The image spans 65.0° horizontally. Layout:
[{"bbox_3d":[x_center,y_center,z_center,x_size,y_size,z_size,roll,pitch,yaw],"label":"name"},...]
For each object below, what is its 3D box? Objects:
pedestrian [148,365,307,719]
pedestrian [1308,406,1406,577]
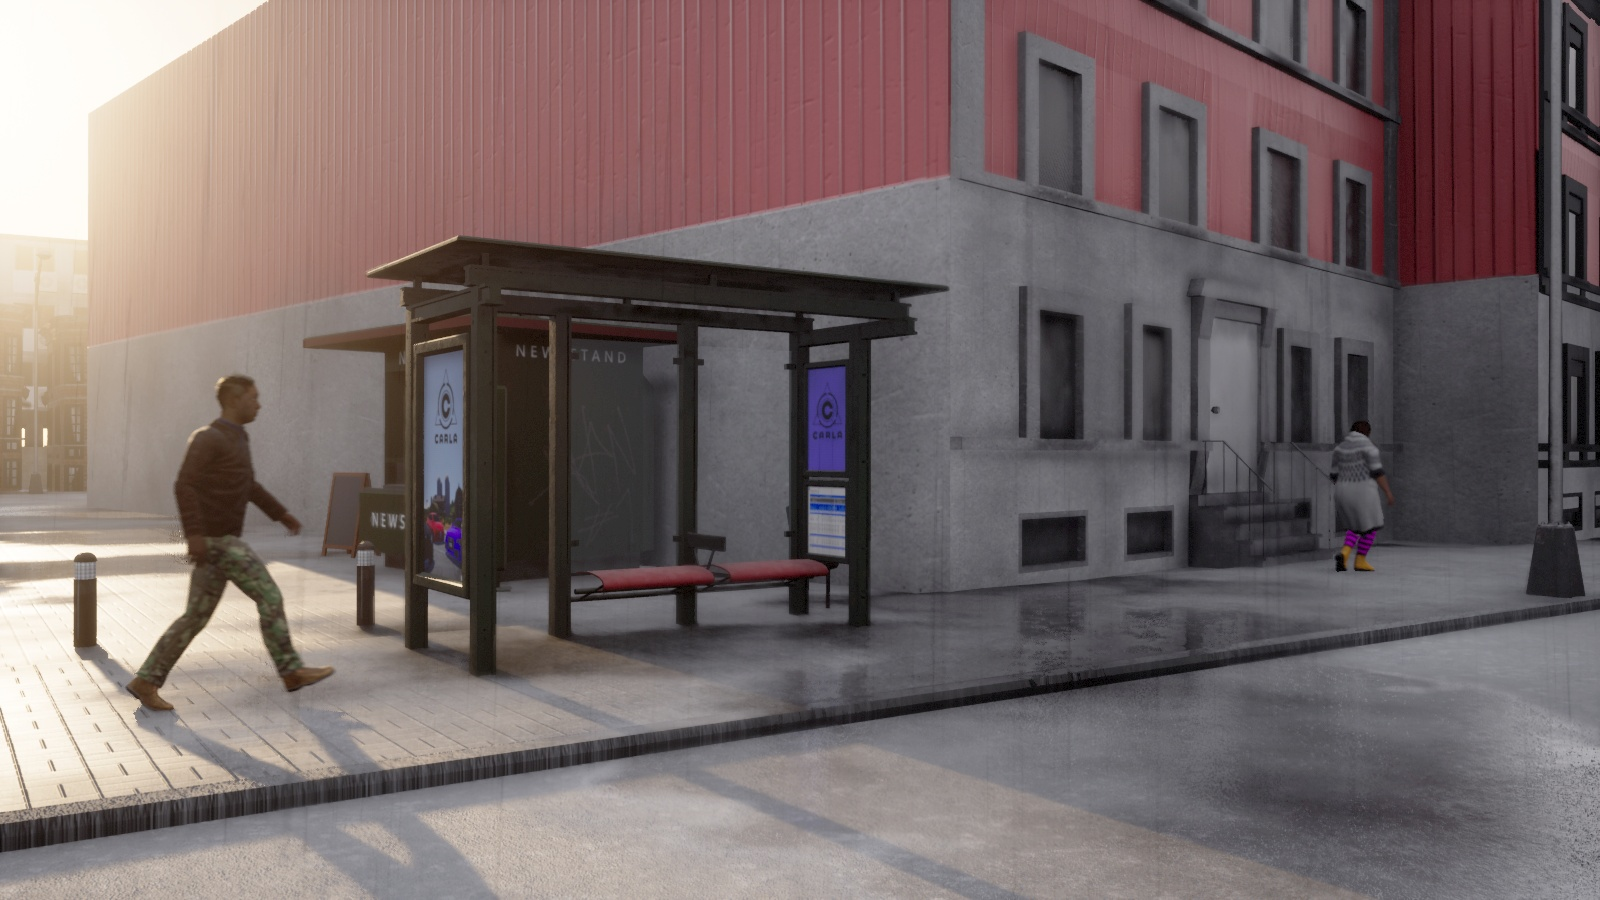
[{"bbox_3d":[-3.088,0.478,6.811,0.703,1.840,0.431,0,0,-12],"label":"pedestrian"},{"bbox_3d":[6.569,0.477,14.826,0.873,1.952,0.659,0,0,-28],"label":"pedestrian"}]
